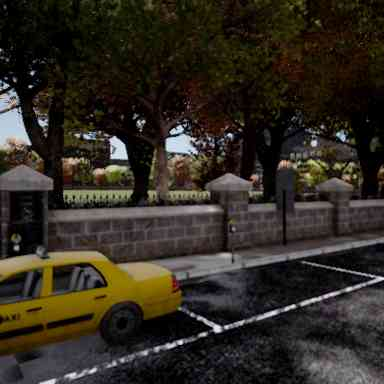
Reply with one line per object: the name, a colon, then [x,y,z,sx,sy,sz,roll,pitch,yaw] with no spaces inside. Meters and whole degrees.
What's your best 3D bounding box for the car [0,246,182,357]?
car: [-2.451,1.525,4.811,4.829,1.417,1.752,0,0,-35]
